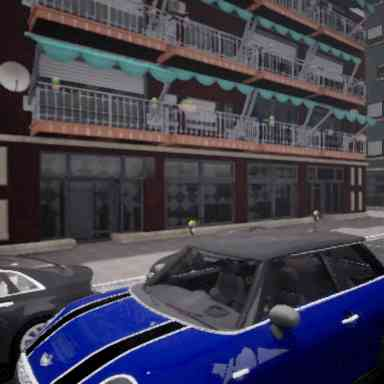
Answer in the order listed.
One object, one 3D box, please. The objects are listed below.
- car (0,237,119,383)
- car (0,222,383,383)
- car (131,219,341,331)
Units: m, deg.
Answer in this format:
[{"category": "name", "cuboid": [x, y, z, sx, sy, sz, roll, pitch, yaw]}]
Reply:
[{"category": "car", "cuboid": [-3.391, 1.556, 4.139, 4.403, 1.369, 2.008, -1, 1, -36]}, {"category": "car", "cuboid": [0.539, 1.321, 3.764, 4.553, 1.767, 2.097, -1, 0, -36]}, {"category": "car", "cuboid": [1.117, 1.489, 7.356, 4.403, 1.369, 2.008, -1, 1, -36]}]
